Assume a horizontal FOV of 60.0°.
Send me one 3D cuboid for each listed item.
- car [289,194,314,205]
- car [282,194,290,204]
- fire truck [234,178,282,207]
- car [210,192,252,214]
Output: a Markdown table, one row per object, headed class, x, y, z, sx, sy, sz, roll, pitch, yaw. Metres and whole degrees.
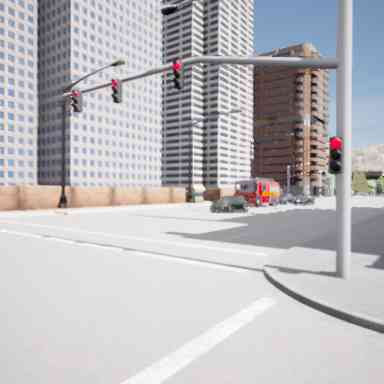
| class | x | y | z | sx | sy | sz | roll | pitch | yaw |
| --- | --- | --- | --- | --- | --- | --- | --- | --- | --- |
| car | 17.126 | 1.229 | 50.737 | 2.128 | 1.511 | 4.902 | 1 | 0 | 37 |
| car | 14.881 | 1.057 | 53.559 | 2.097 | 1.767 | 4.553 | 1 | 0 | 37 |
| fire truck | 9.028 | 0.062 | 45.721 | 2.891 | 3.827 | 8.468 | 1 | 0 | 37 |
| car | 3.655 | 1.142 | 32.836 | 2.097 | 1.767 | 4.553 | 1 | 0 | 37 |
